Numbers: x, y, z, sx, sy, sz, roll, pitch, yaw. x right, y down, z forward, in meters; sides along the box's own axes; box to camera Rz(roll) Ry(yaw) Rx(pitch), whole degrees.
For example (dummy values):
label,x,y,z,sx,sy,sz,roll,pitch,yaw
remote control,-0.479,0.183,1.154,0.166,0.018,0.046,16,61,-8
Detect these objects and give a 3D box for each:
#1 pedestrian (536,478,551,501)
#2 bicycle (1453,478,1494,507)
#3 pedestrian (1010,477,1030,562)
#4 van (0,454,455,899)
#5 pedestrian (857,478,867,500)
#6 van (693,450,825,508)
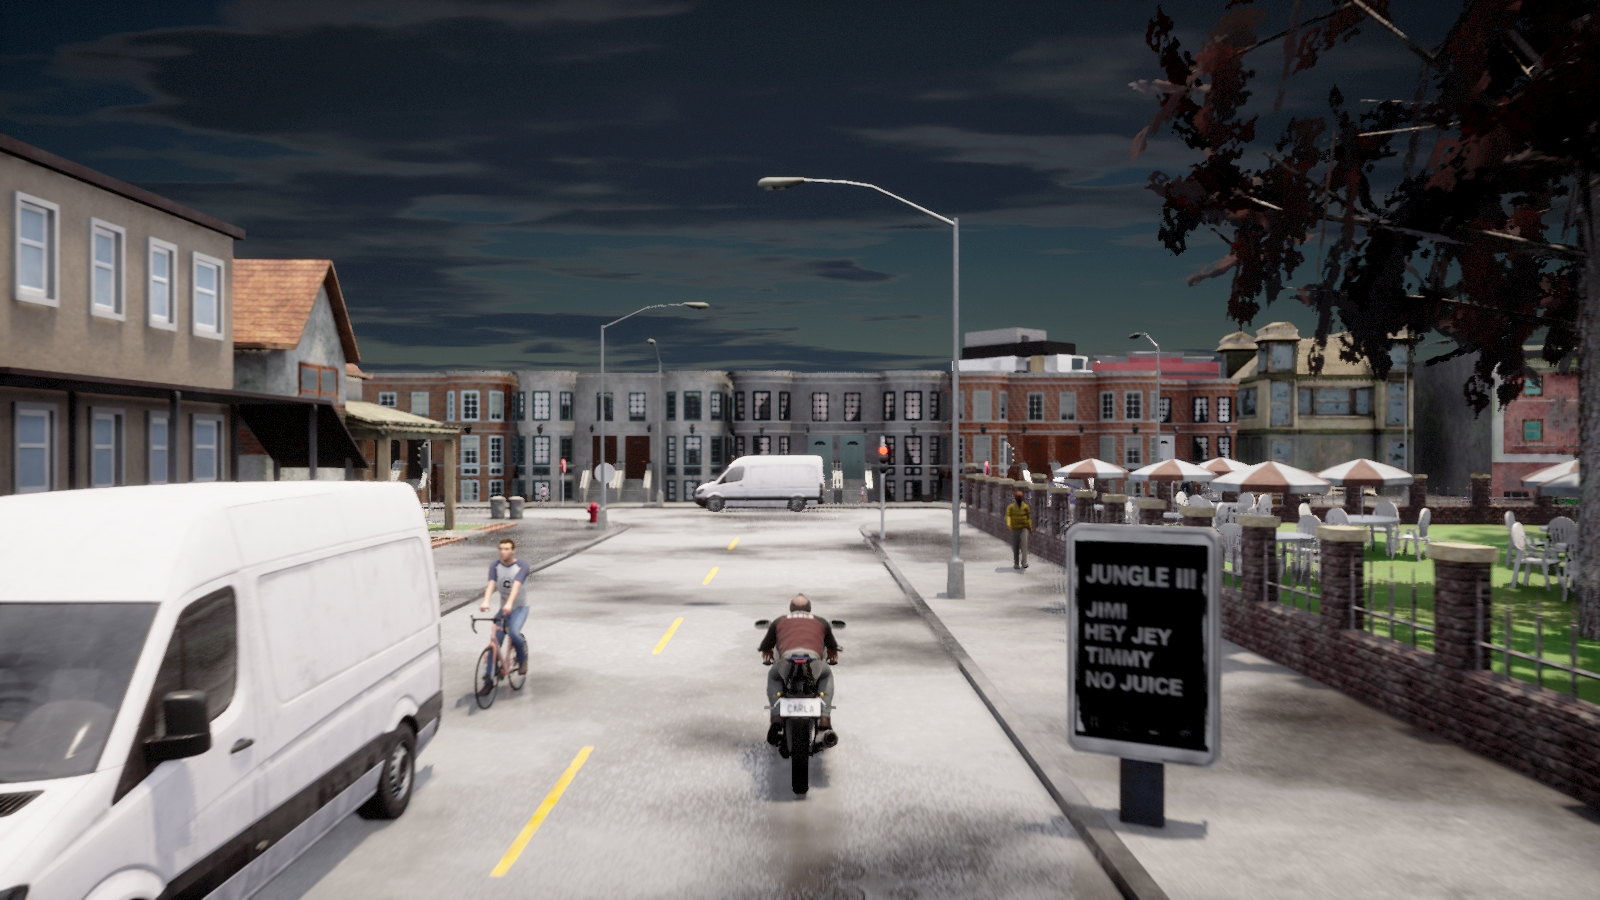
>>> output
label,x,y,z,sx,sy,sz,roll,pitch,yaw
pedestrian,-12.402,1.897,55.231,0.500,1.100,0.500,0,0,30
bicycle,30.657,1.929,52.007,1.643,1.296,0.373,0,0,0
pedestrian,4.838,1.521,25.136,0.375,1.860,0.375,0,0,2
van,-3.998,1.313,7.020,1.988,2.561,5.915,0,0,0
pedestrian,3.026,1.897,55.711,0.500,1.100,0.500,0,0,1
van,-1.824,1.309,52.045,5.915,2.561,1.988,0,0,0
